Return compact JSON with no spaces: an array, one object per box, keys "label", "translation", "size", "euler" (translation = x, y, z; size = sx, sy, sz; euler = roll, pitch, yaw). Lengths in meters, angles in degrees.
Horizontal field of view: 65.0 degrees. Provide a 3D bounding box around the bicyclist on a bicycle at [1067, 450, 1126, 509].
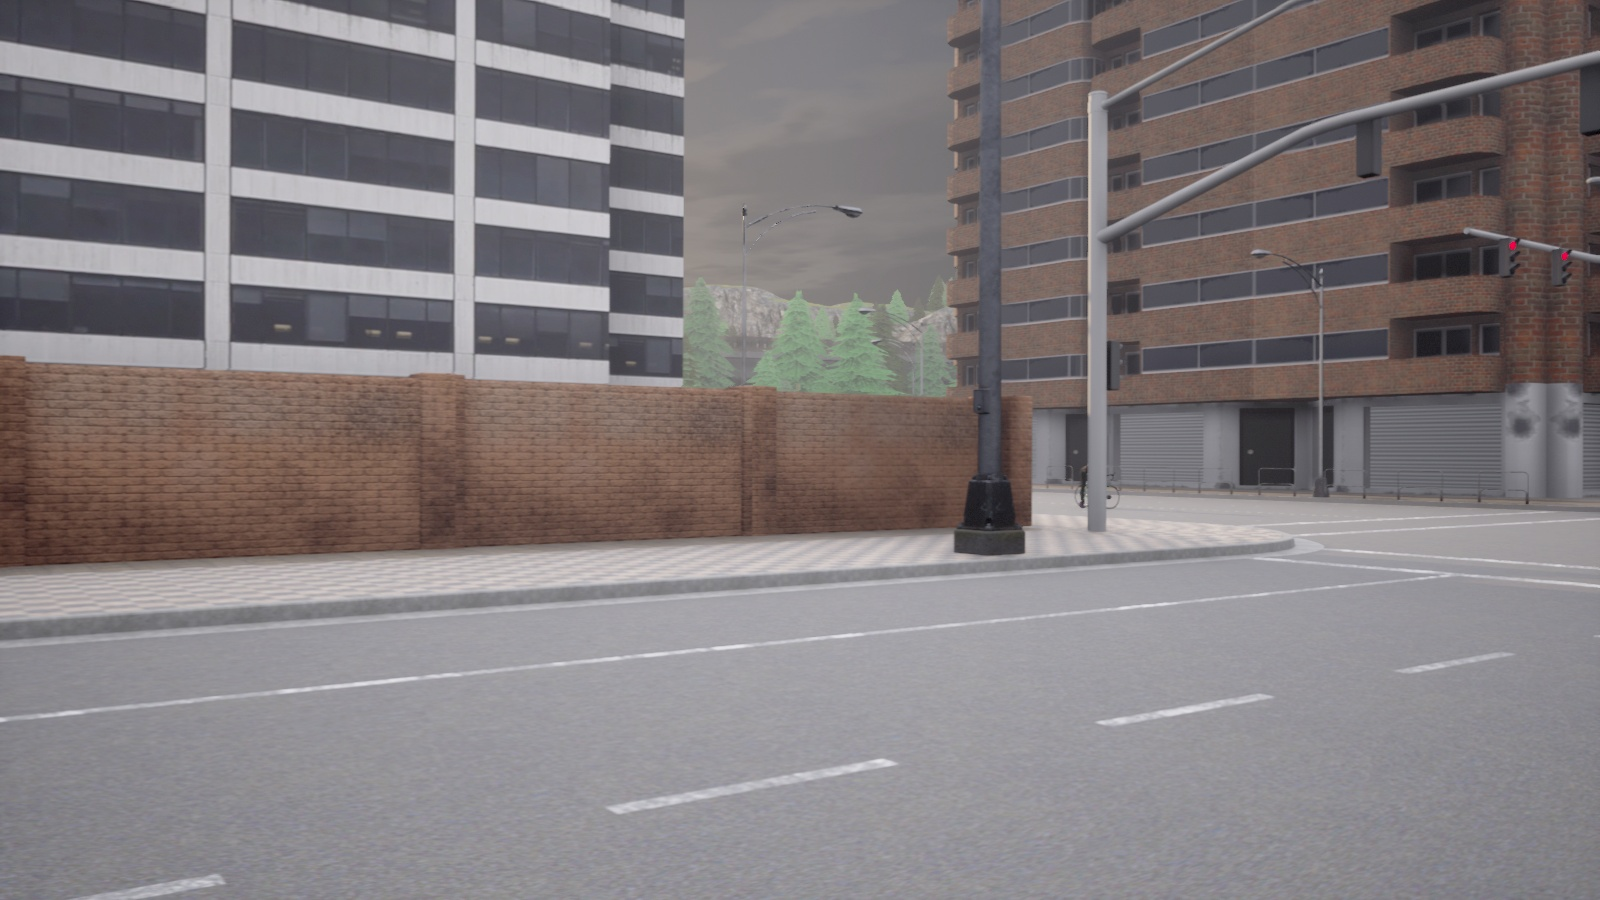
[{"label":"bicyclist on a bicycle","translation":[8.315,0.810,35.243],"size":[0.582,1.620,1.656],"euler":[0,0,-35]}]
